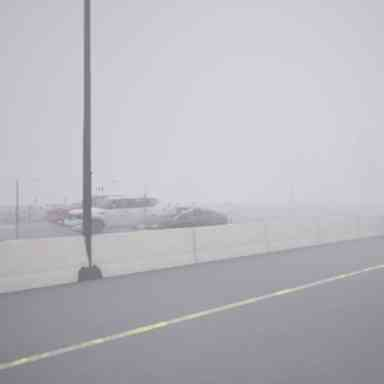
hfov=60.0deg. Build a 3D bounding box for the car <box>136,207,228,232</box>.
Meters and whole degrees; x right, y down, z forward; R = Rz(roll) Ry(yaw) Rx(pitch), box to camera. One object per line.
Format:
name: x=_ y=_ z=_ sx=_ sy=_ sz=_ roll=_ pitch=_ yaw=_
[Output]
car: x=-0.411 y=1.498 z=16.594 sx=4.902 sy=1.511 sz=2.128 roll=0 pitch=0 yaw=-35
